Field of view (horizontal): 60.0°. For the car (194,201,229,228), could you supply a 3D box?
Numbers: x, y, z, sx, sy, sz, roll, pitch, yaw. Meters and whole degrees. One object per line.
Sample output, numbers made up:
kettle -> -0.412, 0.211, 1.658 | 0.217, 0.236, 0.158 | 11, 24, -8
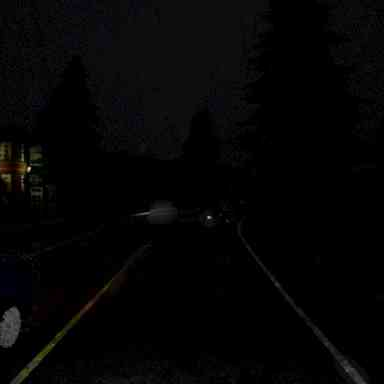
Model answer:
car -> 1.286, 1.538, 22.339 | 1.994, 1.385, 4.181 | 0, 0, 7

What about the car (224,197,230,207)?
car -> 5.506, 1.445, 44.604 | 2.128, 1.511, 4.902 | 0, 0, 34

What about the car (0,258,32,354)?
car -> -3.507, 1.471, 3.247 | 1.882, 1.535, 5.008 | 0, 0, 1

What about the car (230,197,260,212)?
car -> 6.494, 1.310, 38.991 | 2.097, 1.767, 4.553 | 0, 0, 26
